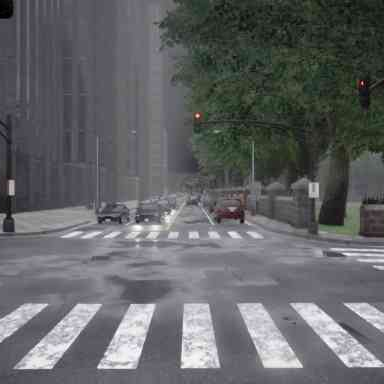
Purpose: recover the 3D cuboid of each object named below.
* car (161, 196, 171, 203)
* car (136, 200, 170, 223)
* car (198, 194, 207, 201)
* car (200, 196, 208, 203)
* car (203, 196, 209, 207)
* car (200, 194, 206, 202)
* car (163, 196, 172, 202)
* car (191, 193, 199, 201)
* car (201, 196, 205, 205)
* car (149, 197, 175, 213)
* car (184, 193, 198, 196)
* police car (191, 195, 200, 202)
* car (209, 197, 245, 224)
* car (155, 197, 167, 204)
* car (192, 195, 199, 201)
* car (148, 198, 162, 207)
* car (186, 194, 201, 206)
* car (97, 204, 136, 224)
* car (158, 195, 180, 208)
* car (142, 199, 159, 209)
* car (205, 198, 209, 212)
[{"bbox_3d":[-5.837,1.612,74.194,1.887,1.381,4.507,0,0,0],"label":"car"},{"bbox_3d":[-3.126,1.559,25.599,2.033,1.411,5.357,0,0,0],"label":"car"},{"bbox_3d":[2.677,1.400,85.120,2.192,1.841,5.009,0,0,0],"label":"car"},{"bbox_3d":[2.688,1.593,74.377,1.752,1.417,4.829,0,0,0],"label":"car"},{"bbox_3d":[2.722,1.579,41.467,2.008,1.369,4.403,0,0,0],"label":"car"},{"bbox_3d":[2.711,1.481,52.381,1.967,1.590,4.097,0,0,0],"label":"car"},{"bbox_3d":[-5.843,1.621,79.651,1.887,1.381,4.507,0,0,0],"label":"car"},{"bbox_3d":[0.808,1.320,91.783,2.150,2.045,5.566,0,0,0],"label":"car"},{"bbox_3d":[2.716,1.586,46.924,2.008,1.369,4.403,0,0,0],"label":"car"},{"bbox_3d":[-3.121,1.547,35.237,1.812,1.442,4.674,0,0,0],"label":"car"},{"bbox_3d":[0.025,1.407,65.004,2.097,1.767,4.553,0,0,0],"label":"car"},{"bbox_3d":[0.824,1.496,75.862,1.930,1.638,5.238,0,0,0],"label":"police car"},{"bbox_3d":[2.738,1.326,25.099,2.192,1.841,5.009,0,0,0],"label":"car"},{"bbox_3d":[-5.826,1.635,63.280,1.802,1.307,4.206,0,0,0],"label":"car"},{"bbox_3d":[0.814,1.592,85.752,1.837,1.490,4.892,0,0,0],"label":"car"},{"bbox_3d":[-5.815,1.623,52.366,1.802,1.307,4.206,0,0,0],"label":"car"},{"bbox_3d":[0.045,1.570,55.241,1.812,1.442,4.674,0,0,0],"label":"car"},{"bbox_3d":[-5.787,1.577,25.081,1.947,1.339,4.313,0,0,0],"label":"car"},{"bbox_3d":[-3.135,1.524,45.504,2.128,1.511,4.902,0,0,0],"label":"car"},{"bbox_3d":[-5.809,1.617,46.908,1.802,1.307,4.206,0,0,0],"label":"car"},{"bbox_3d":[2.727,1.588,36.011,1.947,1.339,4.313,0,0,0],"label":"car"}]
